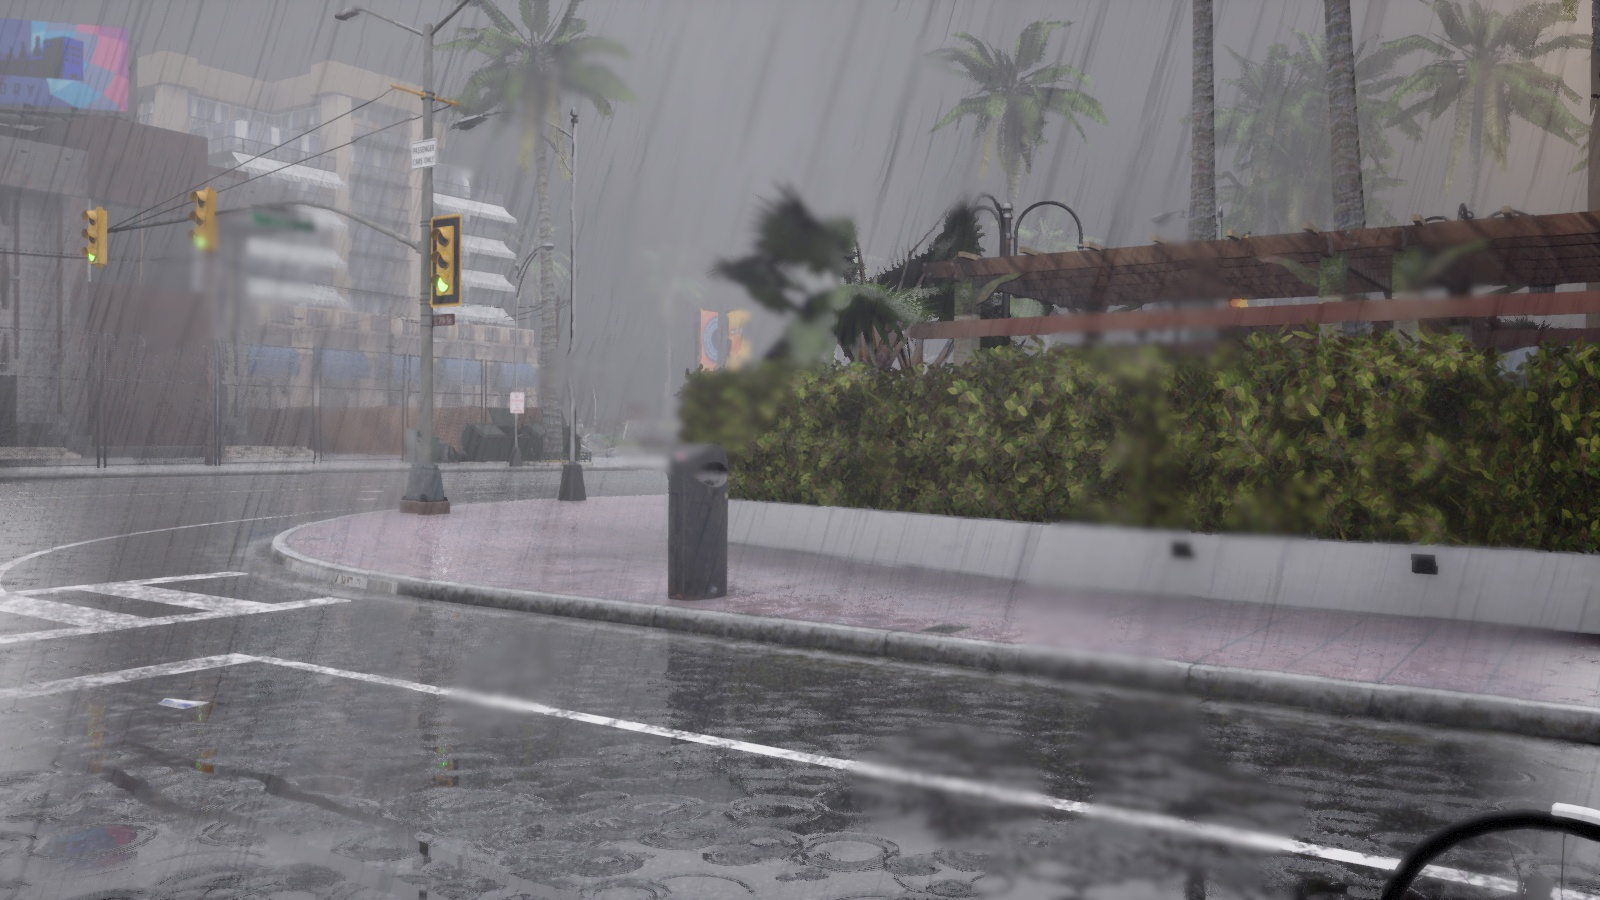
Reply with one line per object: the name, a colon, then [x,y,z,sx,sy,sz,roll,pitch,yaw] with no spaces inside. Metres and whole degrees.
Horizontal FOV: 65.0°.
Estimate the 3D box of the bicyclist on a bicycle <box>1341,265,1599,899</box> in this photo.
bicyclist on a bicycle: [2.029,0.553,2.267,1.843,1.776,0.659,0,1,34]
